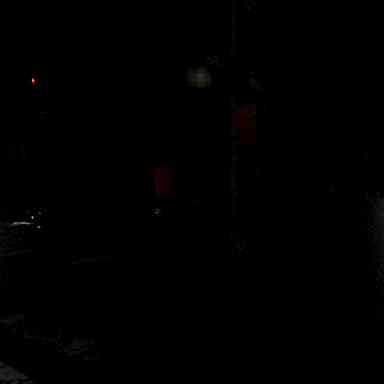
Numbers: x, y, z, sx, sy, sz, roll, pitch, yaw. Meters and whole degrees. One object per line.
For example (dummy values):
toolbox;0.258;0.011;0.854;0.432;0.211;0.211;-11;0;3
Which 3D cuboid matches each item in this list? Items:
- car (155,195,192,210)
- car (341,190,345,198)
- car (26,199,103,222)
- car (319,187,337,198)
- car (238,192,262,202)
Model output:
car;-1.850;1.045;34.279;1.994;1.385;4.181;0;1;35
car;28.200;0.378;60.022;1.837;1.490;4.892;0;1;34
car;-8.988;1.247;24.050;2.033;1.411;5.357;0;1;35
car;24.948;0.105;61.049;2.150;2.045;5.566;0;1;35
car;8.897;0.716;49.598;2.033;1.411;5.357;0;1;35
